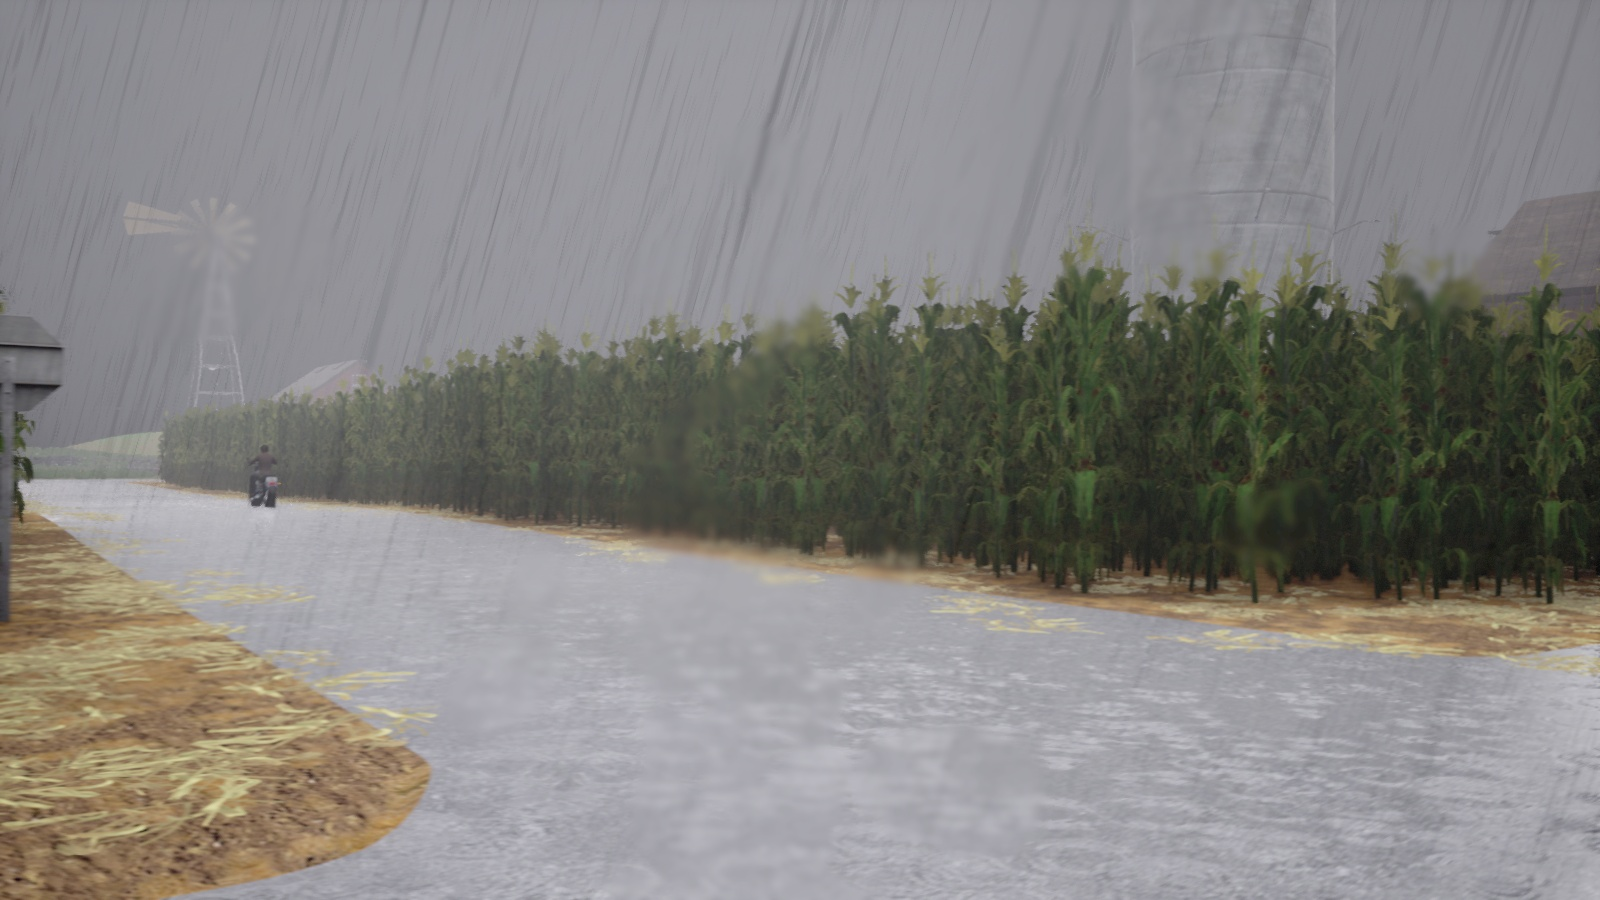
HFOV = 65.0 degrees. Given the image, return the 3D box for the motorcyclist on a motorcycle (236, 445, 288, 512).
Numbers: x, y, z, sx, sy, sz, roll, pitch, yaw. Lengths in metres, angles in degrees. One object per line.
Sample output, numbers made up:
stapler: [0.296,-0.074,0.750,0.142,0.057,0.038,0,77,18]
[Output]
motorcyclist on a motorcycle: [-13.902,0.736,32.405,0.766,1.649,2.350,1,-2,-35]
